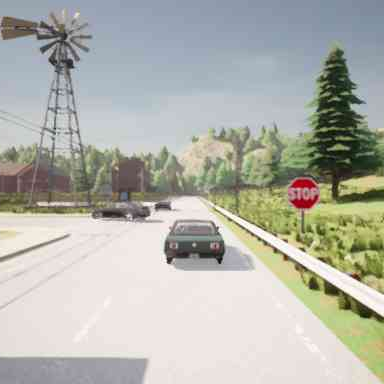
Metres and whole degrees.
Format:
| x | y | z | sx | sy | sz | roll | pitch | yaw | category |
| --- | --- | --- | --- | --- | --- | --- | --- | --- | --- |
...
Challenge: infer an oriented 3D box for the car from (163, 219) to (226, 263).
| x | y | z | sx | sy | sz | roll | pitch | yaw | category |
| --- | --- | --- | --- | --- | --- | --- | --- | --- | --- |
| 0.082 | 1.620 | 12.049 | 1.895 | 1.301 | 4.718 | 0 | 0 | 0 | car |

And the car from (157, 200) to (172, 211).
| x | y | z | sx | sy | sz | roll | pitch | yaw | category |
| --- | --- | --- | --- | --- | --- | --- | --- | --- | --- |
| -3.580 | 1.668 | 42.731 | 1.895 | 1.301 | 4.718 | 0 | 0 | 0 | car |

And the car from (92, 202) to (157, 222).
| x | y | z | sx | sy | sz | roll | pitch | yaw | category |
| --- | --- | --- | --- | --- | --- | --- | --- | --- | --- |
| -5.700 | 1.533 | 26.496 | 4.902 | 1.511 | 2.128 | 0 | -1 | 23 | car |
